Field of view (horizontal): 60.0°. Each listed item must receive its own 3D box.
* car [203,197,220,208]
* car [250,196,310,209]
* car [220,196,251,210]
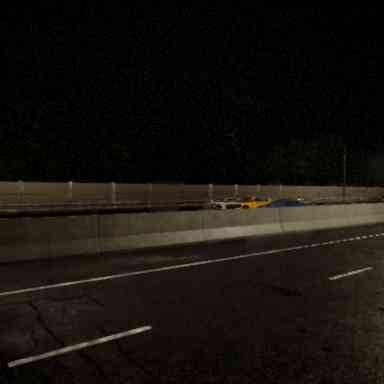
[{"bbox_3d":[3.155,1.123,31.971,4.674,1.442,1.812,0,0,-36],"label":"car"},{"bbox_3d":[7.244,1.266,26.289,5.008,1.535,1.882,0,0,-36],"label":"car"},{"bbox_3d":[5.200,1.076,29.130,5.008,1.535,1.882,0,0,-36],"label":"car"}]
